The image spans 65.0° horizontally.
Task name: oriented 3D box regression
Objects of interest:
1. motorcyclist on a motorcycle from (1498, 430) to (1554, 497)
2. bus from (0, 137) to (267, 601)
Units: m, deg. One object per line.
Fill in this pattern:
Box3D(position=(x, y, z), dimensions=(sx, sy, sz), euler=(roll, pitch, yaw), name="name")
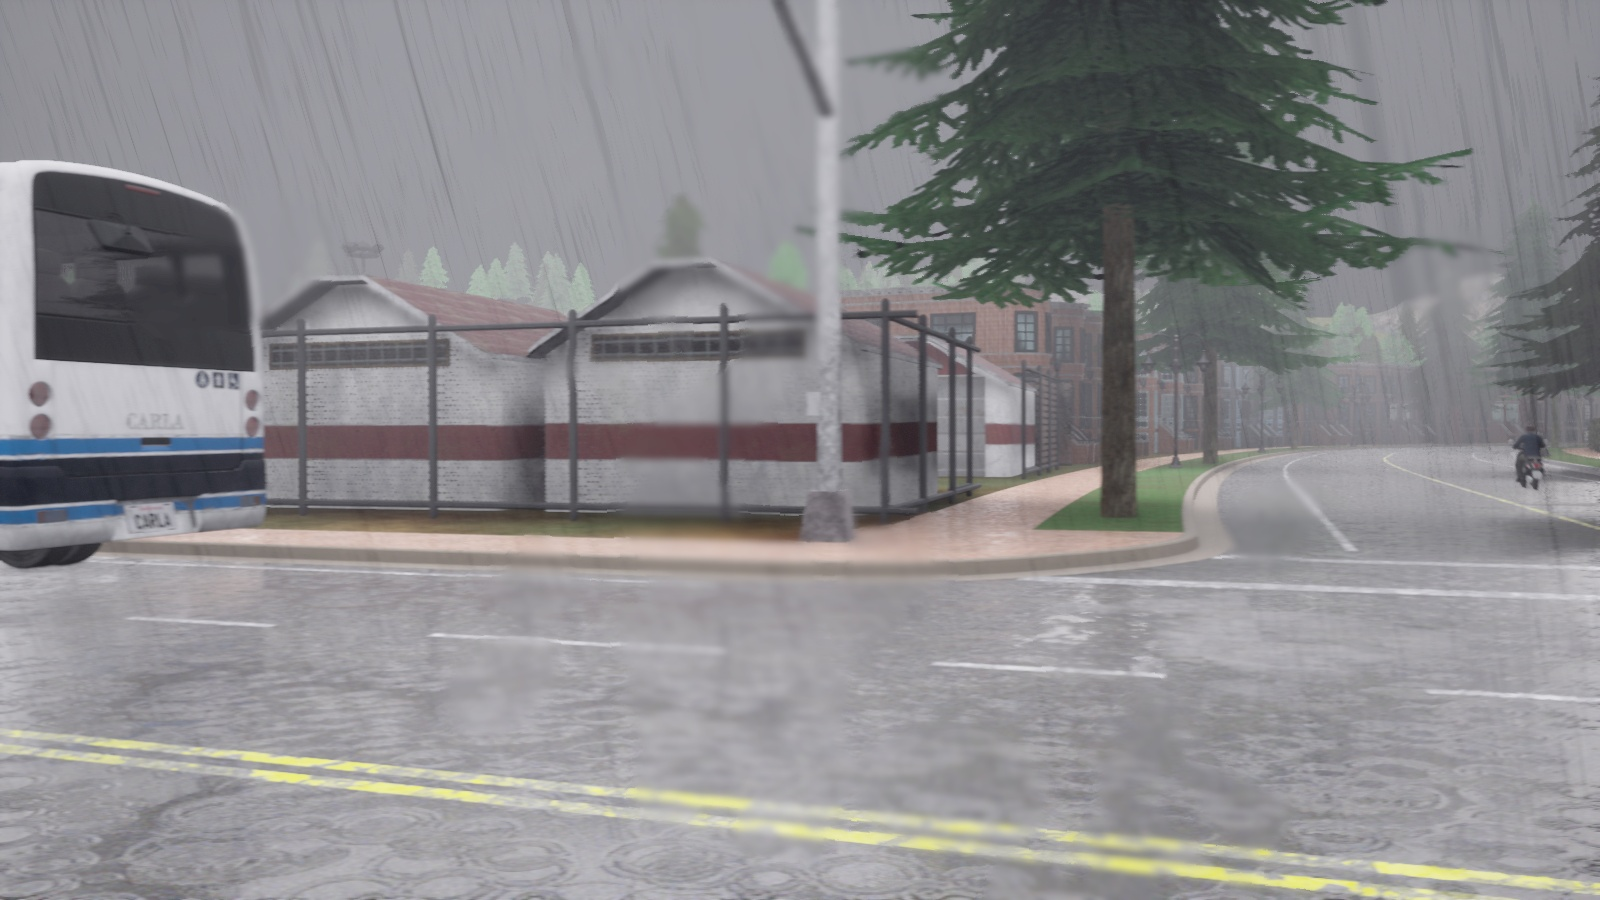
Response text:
Box3D(position=(18.013, 0.310, 31.185), dimensions=(0.866, 1.590, 1.817), euler=(1, 1, 20), name="motorcyclist on a motorcycle")
Box3D(position=(-11.758, -0.827, 14.512), dimensions=(10.273, 4.253, 3.944), euler=(1, 1, 18), name="bus")
